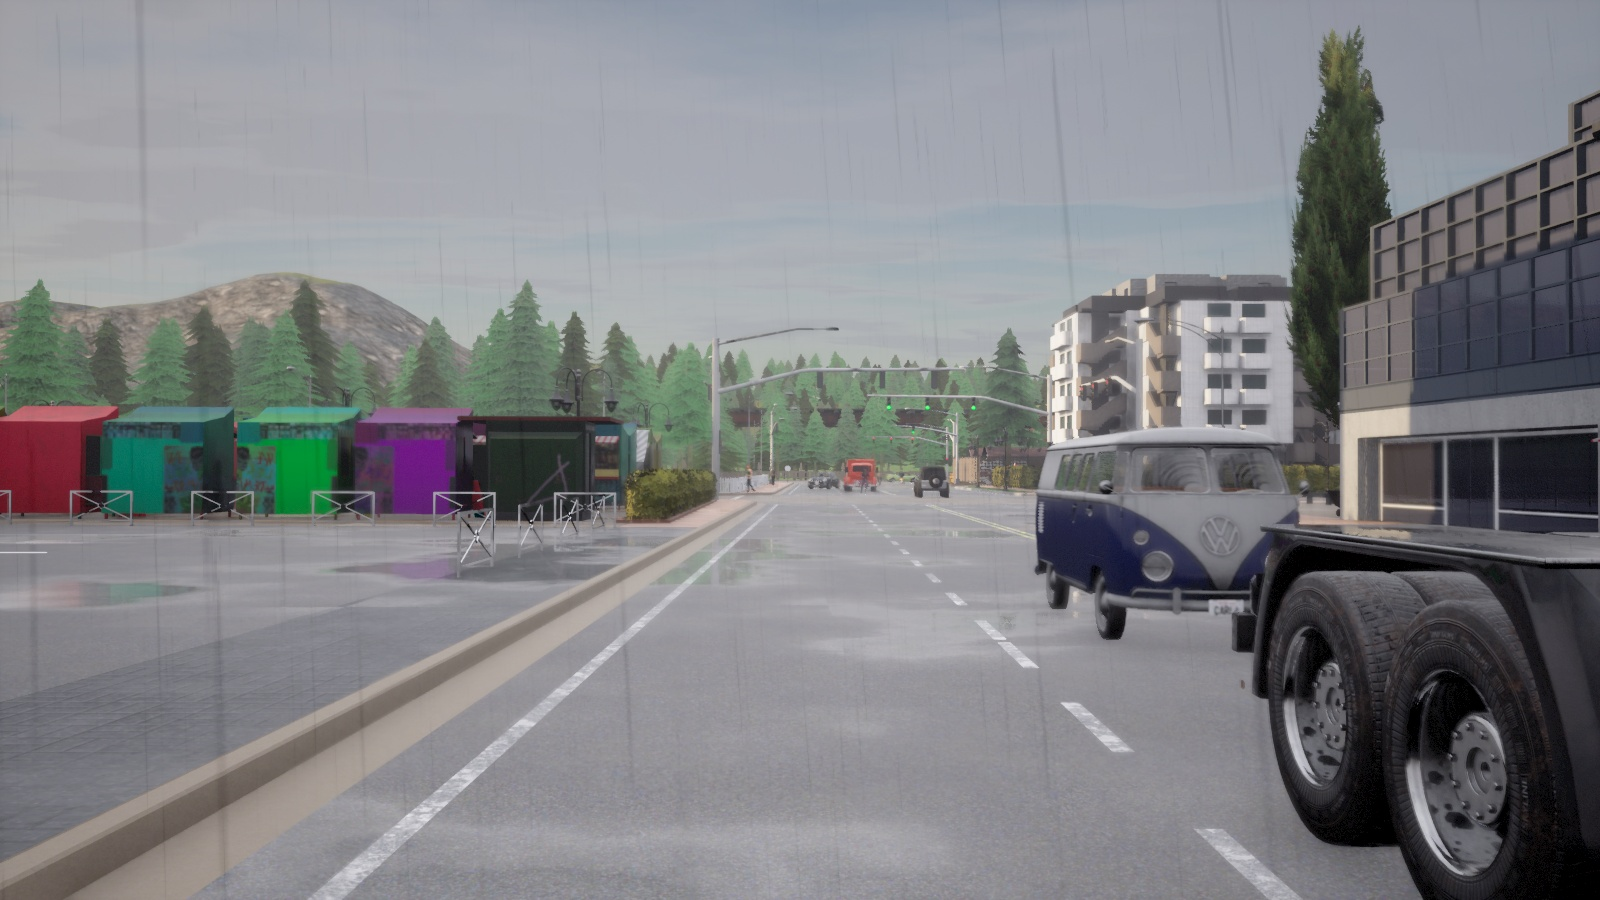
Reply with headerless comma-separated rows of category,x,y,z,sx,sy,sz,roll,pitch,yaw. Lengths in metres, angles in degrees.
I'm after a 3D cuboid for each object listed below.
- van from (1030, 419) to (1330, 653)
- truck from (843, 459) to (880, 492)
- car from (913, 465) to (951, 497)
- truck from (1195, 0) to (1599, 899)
van,3.642,0.770,12.920,1.775,1.987,4.442,0,-1,1
truck,4.721,1.936,97.141,2.627,2.467,5.204,0,-1,1
car,7.951,1.852,76.039,1.905,1.878,3.866,0,-1,1
truck,3.522,-0.137,2.678,2.891,3.462,7.936,0,-1,1
